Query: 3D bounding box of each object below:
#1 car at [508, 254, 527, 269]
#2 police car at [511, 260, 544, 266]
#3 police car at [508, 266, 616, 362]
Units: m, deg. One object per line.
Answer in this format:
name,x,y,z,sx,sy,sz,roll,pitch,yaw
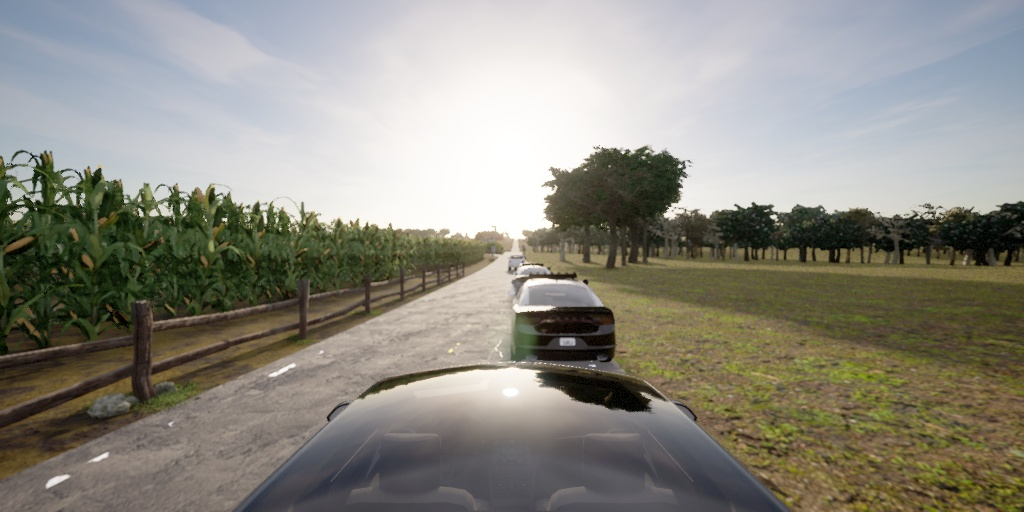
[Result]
car,0.648,0.787,45.817,2.150,2.045,5.566,0,1,2
police car,1.074,1.187,18.397,1.930,1.638,5.238,0,0,1
police car,0.937,1.192,8.396,1.930,1.638,5.238,0,0,1
